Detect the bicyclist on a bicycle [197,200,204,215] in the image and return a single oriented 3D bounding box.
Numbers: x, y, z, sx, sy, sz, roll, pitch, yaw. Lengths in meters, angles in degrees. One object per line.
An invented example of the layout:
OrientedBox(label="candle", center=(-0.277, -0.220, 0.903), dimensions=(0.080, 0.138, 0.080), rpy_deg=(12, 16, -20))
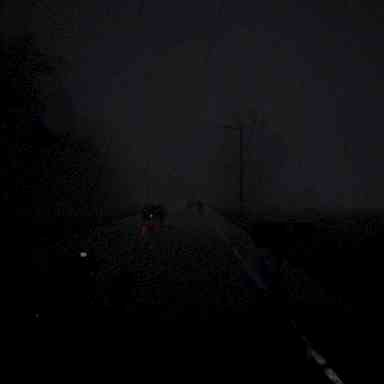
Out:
OrientedBox(label="bicyclist on a bicycle", center=(0.959, 1.753, 35.417), dimensions=(0.659, 1.776, 1.843), rpy_deg=(0, 0, 0))

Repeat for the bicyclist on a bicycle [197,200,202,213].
OrientedBox(label="bicyclist on a bicycle", center=(0.957, 1.930, 44.208), dimensions=(0.582, 1.620, 1.656), rpy_deg=(0, -1, 0))

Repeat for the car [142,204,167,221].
OrientedBox(label="car", center=(-3.408, 1.821, 30.516), dimensions=(2.128, 1.511, 4.902), rpy_deg=(0, -1, 0))

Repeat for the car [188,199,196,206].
OrientedBox(label="car", center=(-0.013, 2.309, 74.772), dimensions=(1.837, 1.490, 4.892), rpy_deg=(0, -1, 0))

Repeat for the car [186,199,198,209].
OrientedBox(label="car", center=(0.038, 1.979, 58.050), dimensions=(2.097, 1.767, 4.553), rpy_deg=(0, -1, 1))

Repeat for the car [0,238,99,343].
OrientedBox(label="car", center=(-3.403, 1.619, 6.515), dimensions=(2.033, 1.411, 5.357), rpy_deg=(0, -1, 0))
